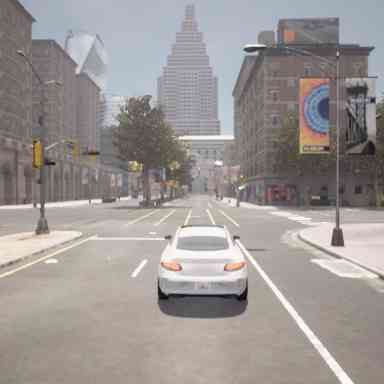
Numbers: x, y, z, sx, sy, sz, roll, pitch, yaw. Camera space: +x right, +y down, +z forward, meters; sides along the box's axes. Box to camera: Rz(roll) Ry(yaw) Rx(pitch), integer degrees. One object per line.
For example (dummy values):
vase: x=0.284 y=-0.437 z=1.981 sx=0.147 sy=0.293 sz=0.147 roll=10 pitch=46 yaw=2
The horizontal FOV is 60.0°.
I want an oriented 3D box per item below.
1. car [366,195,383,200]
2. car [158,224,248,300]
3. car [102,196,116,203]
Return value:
car: x=35.922 y=1.449 z=67.539 sx=2.231 sy=1.521 sz=4.892 roll=0 pitch=0 yaw=1
car: x=0.254 y=1.522 z=8.242 sx=1.812 sy=1.442 sz=4.674 roll=0 pitch=0 yaw=2
car: x=-16.791 y=1.564 z=67.294 sx=1.895 sy=1.301 sz=4.718 roll=0 pitch=0 yaw=1
